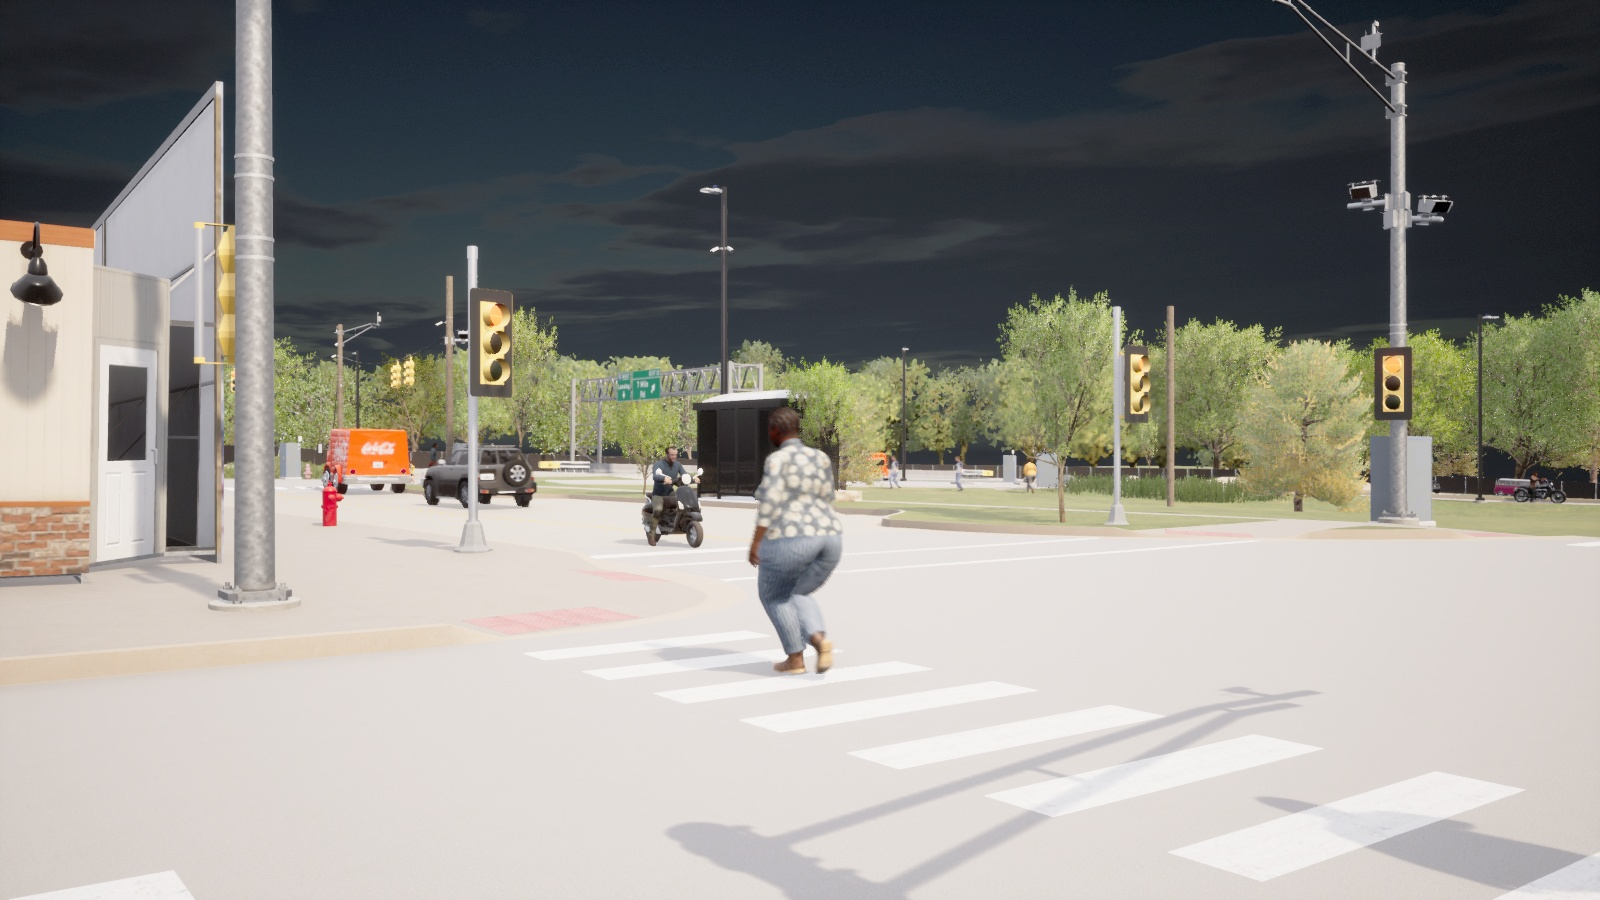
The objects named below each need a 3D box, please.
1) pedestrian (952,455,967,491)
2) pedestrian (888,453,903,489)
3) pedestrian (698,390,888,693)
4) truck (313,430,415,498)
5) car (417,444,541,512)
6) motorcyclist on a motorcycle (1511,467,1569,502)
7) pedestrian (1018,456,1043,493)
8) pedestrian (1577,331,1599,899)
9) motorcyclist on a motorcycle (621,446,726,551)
[{"bbox_3d":[8.196,1.155,64.490,0.706,1.836,0.354,0,0,-13],"label":"pedestrian"},{"bbox_3d":[4.999,1.102,65.963,0.706,1.836,0.354,0,0,-21],"label":"pedestrian"},{"bbox_3d":[-0.051,0.559,8.295,0.874,1.855,0.900,0,0,-41],"label":"pedestrian"},{"bbox_3d":[-16.951,0.484,48.656,2.627,2.467,5.204,0,1,-32],"label":"truck"},{"bbox_3d":[-9.502,0.779,36.915,1.932,1.855,4.605,0,0,-36],"label":"car"},{"bbox_3d":[36.430,1.688,61.827,0.766,1.649,2.350,0,0,-42],"label":"motorcyclist on a motorcycle"},{"bbox_3d":[11.719,1.226,63.875,0.874,1.855,0.900,0,0,-18],"label":"pedestrian"},{"bbox_3d":[3.131,0.544,3.908,0.874,1.855,0.900,0,0,-31],"label":"pedestrian"},{"bbox_3d":[-2.040,0.744,20.081,0.866,1.590,1.817,0,0,-36],"label":"motorcyclist on a motorcycle"}]
